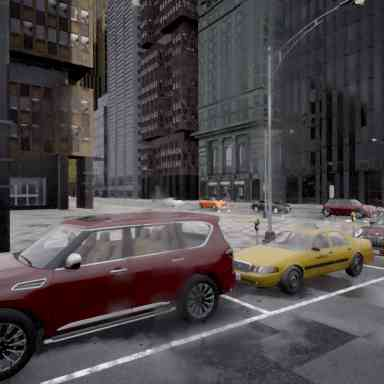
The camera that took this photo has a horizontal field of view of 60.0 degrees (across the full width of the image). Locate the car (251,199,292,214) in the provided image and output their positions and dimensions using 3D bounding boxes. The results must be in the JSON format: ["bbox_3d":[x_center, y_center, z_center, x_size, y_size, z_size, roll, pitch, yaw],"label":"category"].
[{"bbox_3d":[8.780,1.579,36.998,1.837,1.490,4.892,0,0,-35],"label":"car"}]

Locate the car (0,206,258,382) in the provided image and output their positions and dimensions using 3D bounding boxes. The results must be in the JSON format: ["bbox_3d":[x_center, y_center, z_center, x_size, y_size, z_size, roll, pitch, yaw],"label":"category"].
[{"bbox_3d":[-1.495,1.315,5.587,5.009,1.841,2.192,0,0,-36],"label":"car"}]

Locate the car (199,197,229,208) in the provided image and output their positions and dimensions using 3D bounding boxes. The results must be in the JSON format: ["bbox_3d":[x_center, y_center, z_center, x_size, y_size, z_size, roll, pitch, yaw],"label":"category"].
[{"bbox_3d":[2.918,1.456,45.245,2.097,1.767,4.553,0,0,-36],"label":"car"}]

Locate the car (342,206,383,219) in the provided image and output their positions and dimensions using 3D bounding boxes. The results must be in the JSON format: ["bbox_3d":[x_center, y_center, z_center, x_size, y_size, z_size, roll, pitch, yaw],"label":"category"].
[{"bbox_3d":[7.627,1.439,12.094,4.097,1.590,1.967,0,0,-36],"label":"car"}]

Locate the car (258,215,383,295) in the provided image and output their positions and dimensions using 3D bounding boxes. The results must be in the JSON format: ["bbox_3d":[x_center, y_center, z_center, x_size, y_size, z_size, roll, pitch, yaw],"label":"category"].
[{"bbox_3d":[2.928,1.525,8.741,4.829,1.417,1.752,0,0,-36],"label":"car"}]

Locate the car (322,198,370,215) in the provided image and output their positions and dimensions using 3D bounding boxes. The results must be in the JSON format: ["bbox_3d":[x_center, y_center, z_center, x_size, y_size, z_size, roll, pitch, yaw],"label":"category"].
[{"bbox_3d":[14.022,1.399,29.642,2.097,1.767,4.553,0,0,-35],"label":"car"}]

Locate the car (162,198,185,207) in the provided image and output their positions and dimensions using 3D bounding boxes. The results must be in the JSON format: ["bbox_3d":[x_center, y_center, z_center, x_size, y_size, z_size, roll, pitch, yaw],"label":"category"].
[{"bbox_3d":[-3.060,1.659,53.682,1.812,1.442,4.674,0,0,-36],"label":"car"}]
